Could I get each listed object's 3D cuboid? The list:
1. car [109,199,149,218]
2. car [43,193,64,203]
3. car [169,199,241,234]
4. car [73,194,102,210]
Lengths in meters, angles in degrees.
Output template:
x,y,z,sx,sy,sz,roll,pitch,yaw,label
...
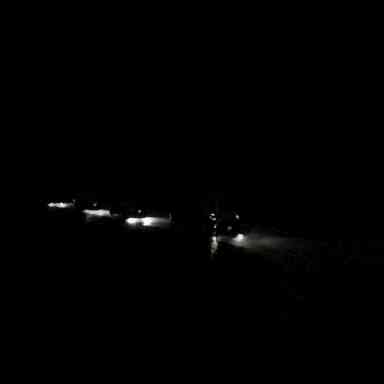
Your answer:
x,y,z,sx,sy,sz,roll,pitch,yaw,label
-5.106,1.257,26.810,1.994,1.385,4.181,0,1,-35,car
-19.817,0.822,47.604,1.895,1.301,4.718,0,1,-35,car
0.640,1.226,18.750,2.097,1.767,4.553,0,1,-35,car
-11.100,0.995,35.229,2.128,1.511,4.902,0,1,-35,car
